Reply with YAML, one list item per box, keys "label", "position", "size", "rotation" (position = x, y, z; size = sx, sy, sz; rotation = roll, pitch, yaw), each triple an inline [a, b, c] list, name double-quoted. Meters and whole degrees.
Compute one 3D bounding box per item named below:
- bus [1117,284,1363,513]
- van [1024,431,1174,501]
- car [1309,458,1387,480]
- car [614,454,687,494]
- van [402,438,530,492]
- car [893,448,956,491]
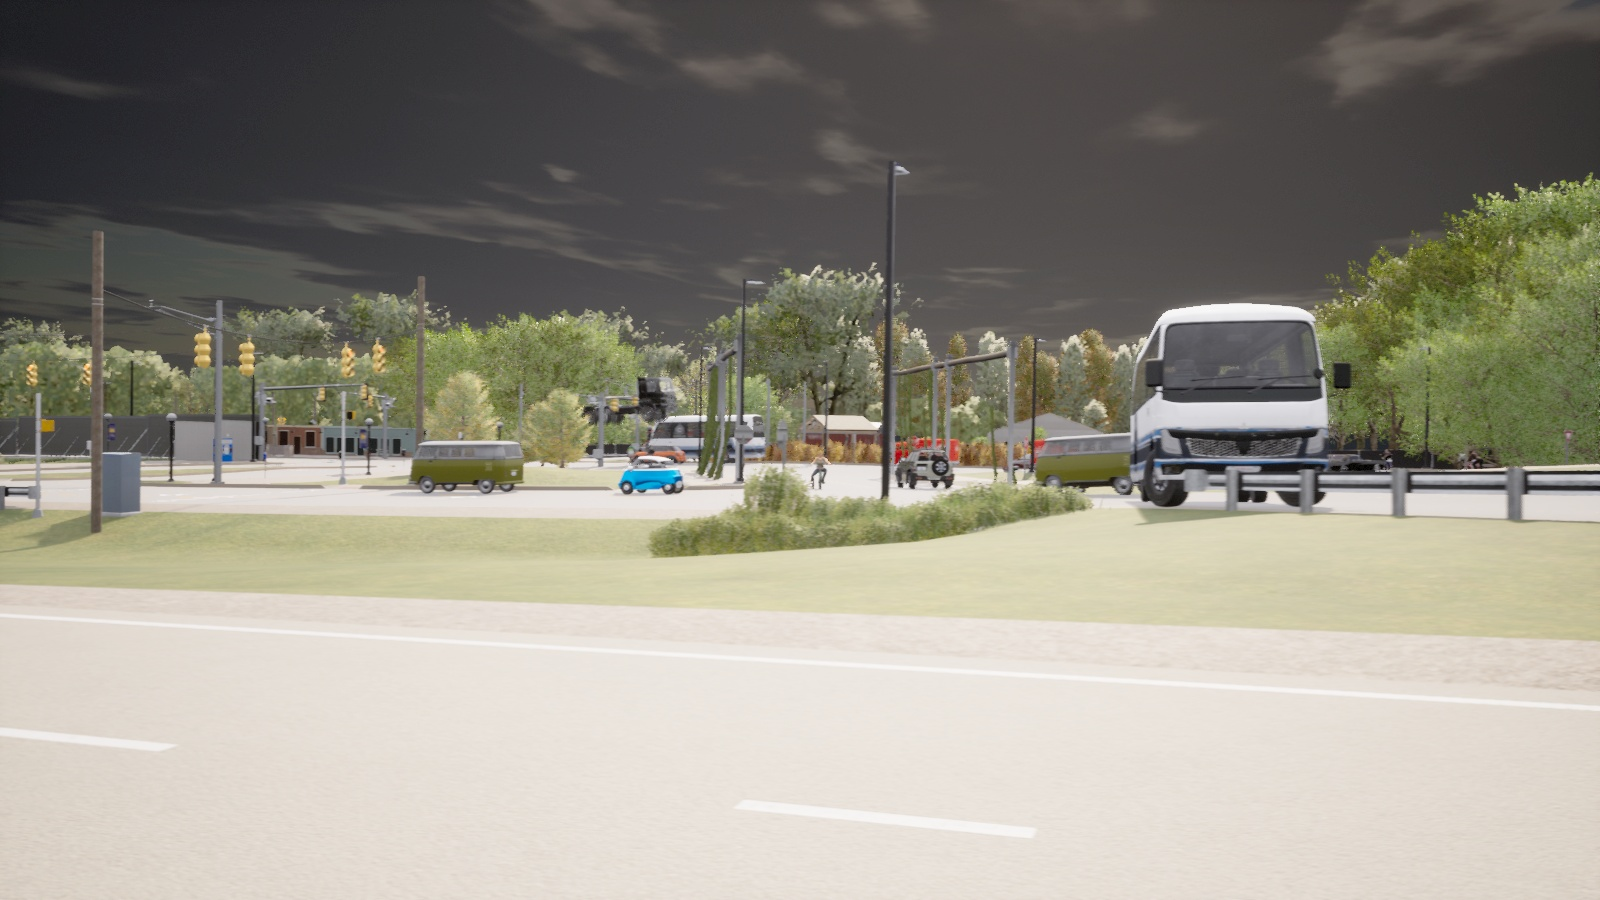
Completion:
- label: "bus"
  position: [9.526, -0.813, 28.690]
  size: [3.944, 4.253, 10.273]
  rotation: [0, -2, 12]
- label: "van"
  position: [9.738, 0.581, 41.087]
  size: [4.442, 1.987, 1.775]
  rotation: [-3, -7, 43]
- label: "car"
  position: [35.366, 1.191, 81.017]
  size: [4.718, 1.301, 1.895]
  rotation: [0, 1, -24]
- label: "car"
  position: [-5.397, 0.857, 45.524]
  size: [2.207, 1.376, 1.481]
  rotation: [0, 1, 19]
- label: "van"
  position: [-12.741, 0.542, 47.945]
  size: [4.442, 1.987, 1.775]
  rotation: [0, 1, 18]
- label: "car"
  position: [5.543, 0.863, 56.612]
  size: [1.932, 1.855, 4.605]
  rotation: [1, -1, -6]
